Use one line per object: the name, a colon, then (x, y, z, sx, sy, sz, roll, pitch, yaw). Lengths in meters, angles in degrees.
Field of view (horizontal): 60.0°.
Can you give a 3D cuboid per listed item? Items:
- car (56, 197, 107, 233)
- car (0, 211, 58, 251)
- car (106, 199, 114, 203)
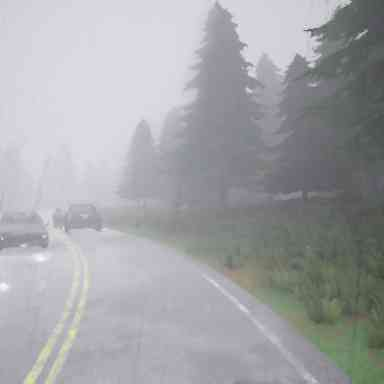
car: (-7.085, 1.415, 20.305, 2.097, 1.767, 4.553, 2, -1, -32)
car: (-7.377, 1.546, 14.448, 2.033, 1.411, 5.357, 1, 0, -29)
car: (-14.775, 1.919, 55.150, 1.812, 1.442, 4.674, -4, -4, 25)
